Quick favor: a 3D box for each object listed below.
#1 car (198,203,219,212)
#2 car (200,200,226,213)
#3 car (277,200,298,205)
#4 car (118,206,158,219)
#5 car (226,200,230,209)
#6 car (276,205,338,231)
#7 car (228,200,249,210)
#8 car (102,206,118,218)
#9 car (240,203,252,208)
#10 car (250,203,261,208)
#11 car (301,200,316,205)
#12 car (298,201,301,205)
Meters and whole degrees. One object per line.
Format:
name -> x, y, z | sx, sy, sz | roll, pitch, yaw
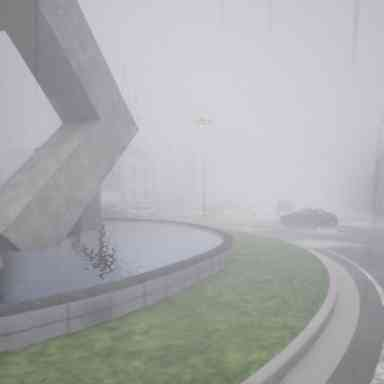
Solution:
car -> 3.142, 2.825, 61.963 | 2.128, 1.511, 4.902 | -1, -2, 25
car -> 3.269, 2.516, 54.077 | 2.097, 1.767, 4.553 | -1, -2, 26
car -> 13.299, 2.215, 47.338 | 2.150, 2.045, 5.566 | -1, -1, 22
car -> -6.210, 2.420, 40.593 | 1.812, 1.442, 4.674 | -1, -2, 42
car -> 7.874, 2.773, 72.471 | 2.150, 2.045, 5.566 | -1, -1, 24
car -> 8.691, 2.018, 25.149 | 2.128, 1.511, 4.902 | 1, -1, -23
car -> 9.457, 2.914, 67.442 | 1.882, 1.535, 5.008 | -1, -1, 24
car -> -10.095, 2.472, 41.547 | 5.357, 1.411, 2.033 | 1, -2, -42
car -> 14.064, 3.422, 86.265 | 1.895, 1.301, 4.718 | -1, -1, 24
car -> 15.364, 3.300, 80.610 | 1.895, 1.301, 4.718 | -1, -1, 24
car -> 29.159, 3.273, 83.272 | 1.994, 1.385, 4.181 | -1, -1, 24
car -> 25.991, 2.987, 84.768 | 2.150, 2.045, 5.566 | -1, -1, 24
